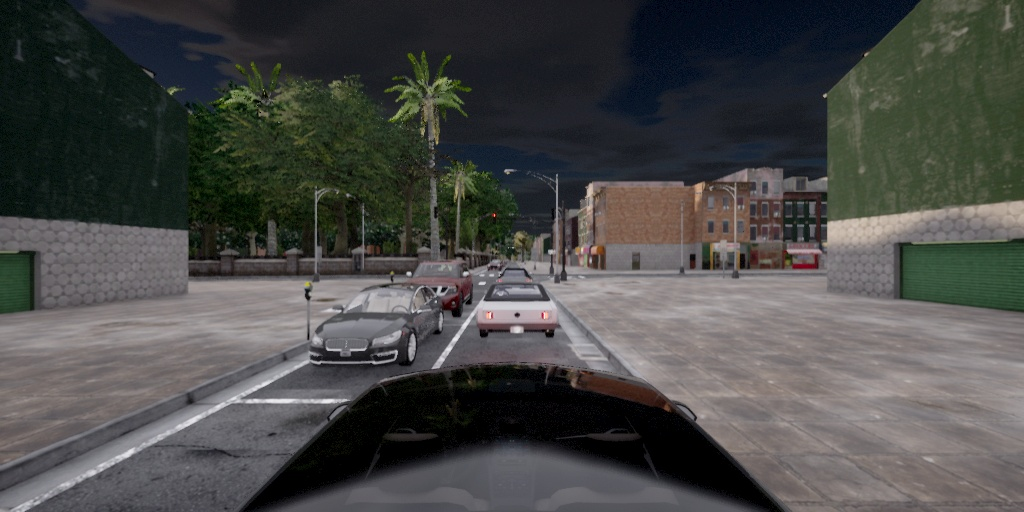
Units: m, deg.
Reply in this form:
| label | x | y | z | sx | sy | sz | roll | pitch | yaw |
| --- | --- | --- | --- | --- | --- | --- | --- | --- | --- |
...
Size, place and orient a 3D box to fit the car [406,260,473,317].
| label | x | y | z | sx | sy | sz | roll | pitch | yaw |
| --- | --- | --- | --- | --- | --- | --- | --- | --- | --- |
| car | -2.605 | 1.068 | 13.305 | 2.192 | 1.841 | 5.009 | 0 | 0 | 0 |

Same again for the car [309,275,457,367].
| label | x | y | z | sx | sy | sz | roll | pitch | yaw |
| --- | --- | --- | --- | --- | --- | --- | --- | --- | --- |
| car | -2.621 | 1.301 | 7.842 | 2.007 | 1.370 | 4.403 | 0 | 0 | 0 |

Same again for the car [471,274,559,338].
| label | x | y | z | sx | sy | sz | roll | pitch | yaw |
| --- | --- | --- | --- | --- | --- | --- | --- | --- | --- |
| car | 0.124 | 1.352 | 10.183 | 1.895 | 1.301 | 4.718 | 0 | 0 | 0 |

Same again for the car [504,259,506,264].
| label | x | y | z | sx | sy | sz | roll | pitch | yaw |
| --- | --- | --- | --- | --- | --- | --- | --- | --- | --- |
| car | -2.476 | 1.316 | 57.138 | 1.967 | 1.591 | 4.097 | 0 | 0 | 0 |

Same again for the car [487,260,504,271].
| label | x | y | z | sx | sy | sz | roll | pitch | yaw |
| --- | --- | --- | --- | --- | --- | --- | --- | --- | --- |
| car | -2.493 | 1.291 | 51.451 | 1.967 | 1.591 | 4.097 | 0 | 0 | 0 |

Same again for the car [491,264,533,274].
| label | x | y | z | sx | sy | sz | roll | pitch | yaw |
| --- | --- | --- | --- | --- | --- | --- | --- | --- | --- |
| car | 0.159 | 1.324 | 19.355 | 1.994 | 1.385 | 4.181 | 0 | 0 | 2 |
